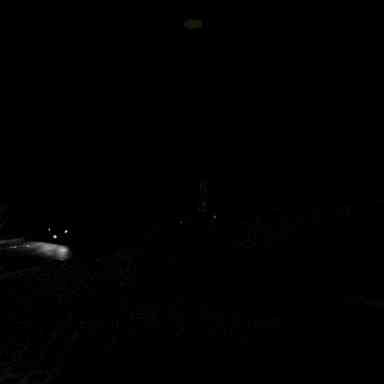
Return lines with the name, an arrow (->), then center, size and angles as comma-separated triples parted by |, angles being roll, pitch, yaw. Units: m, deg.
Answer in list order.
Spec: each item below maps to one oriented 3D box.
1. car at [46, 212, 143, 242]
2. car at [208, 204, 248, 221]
car -> -5.041, 1.791, 18.163 | 2.033, 1.411, 5.357 | 0, 0, 36
car -> 3.286, 1.854, 29.674 | 2.128, 1.511, 4.902 | 0, 0, 36
